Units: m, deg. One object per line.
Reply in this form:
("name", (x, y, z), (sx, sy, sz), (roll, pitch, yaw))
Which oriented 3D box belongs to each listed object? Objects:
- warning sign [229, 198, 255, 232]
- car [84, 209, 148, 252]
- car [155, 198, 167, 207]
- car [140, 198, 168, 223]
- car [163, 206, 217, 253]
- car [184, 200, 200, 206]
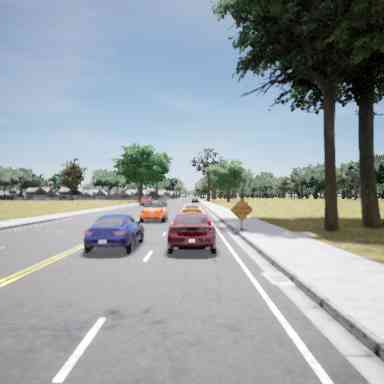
("warning sign", (2.846, 1.307, 19.022), (1.300, 1.860, 1.060), (0, -1, 0))
("car", (-3.247, 1.669, 14.391), (1.812, 1.442, 4.674), (0, 0, 0))
("car", (-6.508, 2.144, 71.019), (2.097, 1.767, 4.553), (0, -1, 0))
("car", (-3.251, 1.652, 29.082), (2.097, 1.767, 4.553), (0, -1, 0))
("car", (0.004, 1.622, 14.490), (1.882, 1.535, 5.008), (0, 0, 0))
("car", (0.003, 1.784, 29.479), (1.882, 1.535, 5.008), (0, 0, 0))
